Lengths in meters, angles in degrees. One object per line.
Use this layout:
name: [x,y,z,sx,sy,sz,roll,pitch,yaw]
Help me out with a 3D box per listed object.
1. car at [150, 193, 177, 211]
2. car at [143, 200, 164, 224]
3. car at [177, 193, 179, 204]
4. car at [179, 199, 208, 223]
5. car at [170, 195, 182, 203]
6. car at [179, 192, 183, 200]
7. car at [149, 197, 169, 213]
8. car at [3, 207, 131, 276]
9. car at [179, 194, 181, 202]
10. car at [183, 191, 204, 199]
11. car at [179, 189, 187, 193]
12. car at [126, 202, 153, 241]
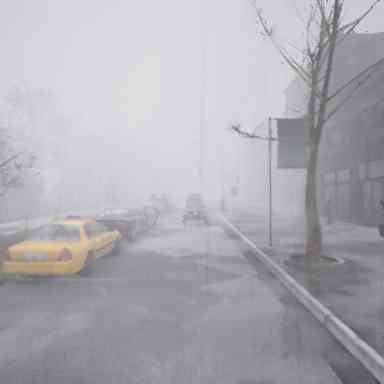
car: [-3.439,1.200,36.808,2.435,2.045,5.566,0,0,3]
car: [-3.524,1.506,22.314,2.231,1.521,4.892,0,0,3]
car: [-3.397,1.317,44.462,2.185,1.767,4.553,0,1,3]
car: [0.246,1.534,25.493,2.033,1.411,5.357,0,0,0]
car: [-3.262,1.396,67.450,2.002,1.452,4.674,0,0,3]
car: [-3.290,1.386,61.313,1.946,1.575,5.366,0,1,3]
car: [-3.492,1.483,27.855,2.097,1.535,5.008,0,0,3]
car: [-3.586,1.494,10.376,1.946,1.575,5.366,0,0,3]
car: [-3.374,1.484,50.066,2.163,1.488,4.792,-1,1,3]
car: [0.348,1.181,43.042,2.150,2.045,5.566,0,0,0]
car: [-3.161,0.977,80.705,2.185,1.767,4.553,2,2,2]
car: [-3.557,1.508,16.758,2.097,1.535,5.008,0,0,3]
